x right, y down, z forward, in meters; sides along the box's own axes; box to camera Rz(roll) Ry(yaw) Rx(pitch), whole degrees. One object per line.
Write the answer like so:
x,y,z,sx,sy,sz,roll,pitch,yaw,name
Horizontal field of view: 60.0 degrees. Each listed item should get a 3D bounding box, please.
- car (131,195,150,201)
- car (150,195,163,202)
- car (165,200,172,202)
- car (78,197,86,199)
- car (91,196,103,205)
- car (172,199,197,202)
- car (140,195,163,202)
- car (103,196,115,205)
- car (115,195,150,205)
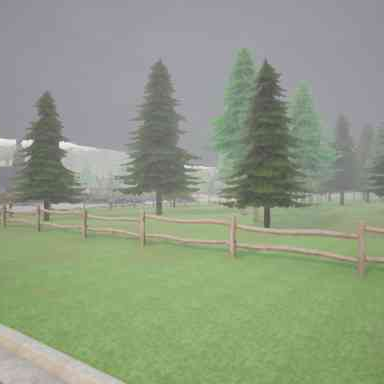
-11.850,1.383,77.100,1.994,1.385,4.181,0,0,36,car
-6.216,1.371,72.945,2.033,1.411,5.357,0,0,36,car
-3.382,1.426,70.891,1.895,1.301,4.718,0,0,36,car
-18.432,1.572,62.281,1.994,1.385,4.181,0,0,36,car
-15.615,1.516,60.204,1.837,1.490,4.892,0,0,36,car
-1.078,1.562,68.119,2.033,1.411,5.357,0,0,36,car
-9.033,1.371,75.023,2.033,1.411,5.357,0,0,36,car
-12.799,1.572,58.126,1.994,1.385,4.181,0,0,36,car
-9.982,1.494,56.048,2.128,1.511,4.902,0,0,36,car
